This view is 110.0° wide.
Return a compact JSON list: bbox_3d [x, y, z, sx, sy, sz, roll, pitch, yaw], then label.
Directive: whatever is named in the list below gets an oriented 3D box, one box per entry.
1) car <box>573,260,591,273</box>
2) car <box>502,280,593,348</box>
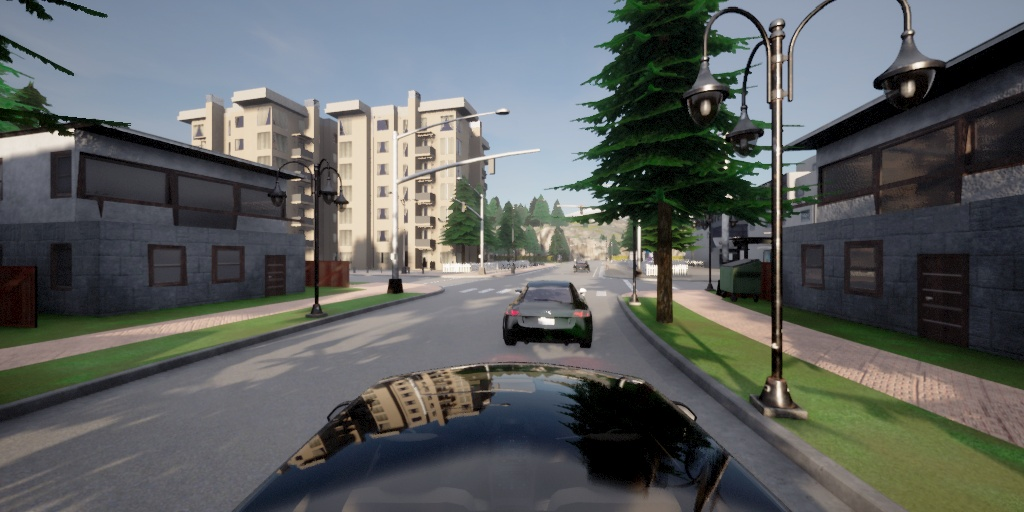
[{"bbox_3d":[8.735,1.270,44.869,2.128,1.511,4.902,0,0,14],"label":"car"},{"bbox_3d":[0.994,1.313,9.322,1.994,1.385,4.181,0,0,8],"label":"car"}]
